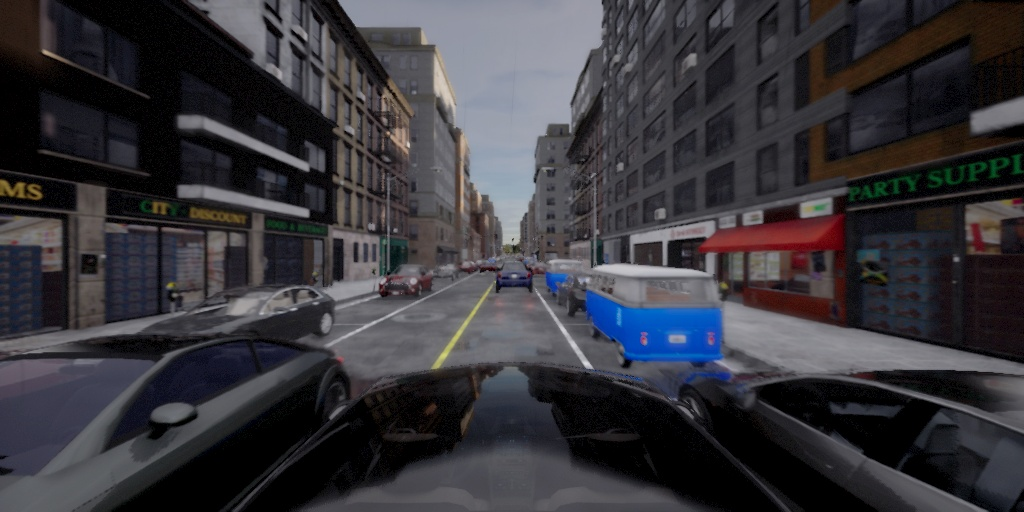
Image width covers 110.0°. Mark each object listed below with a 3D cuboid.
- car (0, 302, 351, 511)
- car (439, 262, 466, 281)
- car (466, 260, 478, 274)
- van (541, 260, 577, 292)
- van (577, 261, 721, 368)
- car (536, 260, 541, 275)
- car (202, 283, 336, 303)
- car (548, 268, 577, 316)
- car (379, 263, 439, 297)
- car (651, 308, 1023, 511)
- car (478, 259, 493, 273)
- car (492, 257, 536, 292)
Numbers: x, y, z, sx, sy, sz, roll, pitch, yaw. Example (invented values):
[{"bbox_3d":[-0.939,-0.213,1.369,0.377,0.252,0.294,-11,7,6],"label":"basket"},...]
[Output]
[{"bbox_3d":[-2.847,1.314,2.484,1.994,1.385,4.181,0,0,-1],"label":"car"},{"bbox_3d":[-5.349,1.309,29.632,2.007,1.370,4.403,0,0,0],"label":"car"},{"bbox_3d":[-5.333,1.310,40.654,1.888,1.381,4.507,0,0,0],"label":"car"},{"bbox_3d":[2.660,1.093,18.600,1.690,1.789,3.998,0,0,0],"label":"van"},{"bbox_3d":[2.645,1.090,7.579,1.690,1.789,3.998,0,0,0],"label":"van"},{"bbox_3d":[2.684,1.202,35.132,1.967,1.591,4.097,0,0,0],"label":"car"},{"bbox_3d":[-5.380,1.300,7.590,2.007,1.370,4.403,0,0,0],"label":"car"},{"bbox_3d":[2.653,1.301,13.089,2.007,1.370,4.403,0,0,0],"label":"car"},{"bbox_3d":[-5.365,1.192,18.611,1.967,1.591,4.097,0,0,0],"label":"car"},{"bbox_3d":[2.637,1.316,2.068,1.948,1.339,4.313,0,0,0],"label":"car"},{"bbox_3d":[-2.749,1.367,42.715,1.895,1.301,4.718,0,0,1],"label":"car"},{"bbox_3d":[0.127,1.105,21.519,2.097,1.767,4.553,0,0,0],"label":"car"}]
